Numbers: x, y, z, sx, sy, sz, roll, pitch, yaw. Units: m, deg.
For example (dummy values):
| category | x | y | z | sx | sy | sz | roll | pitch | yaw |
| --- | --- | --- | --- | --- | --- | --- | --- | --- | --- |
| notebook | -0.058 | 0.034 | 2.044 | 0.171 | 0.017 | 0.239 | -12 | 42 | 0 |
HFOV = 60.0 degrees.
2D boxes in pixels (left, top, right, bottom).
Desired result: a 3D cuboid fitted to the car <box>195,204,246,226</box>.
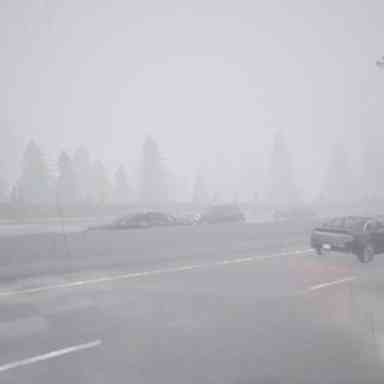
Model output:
| category | x | y | z | sx | sy | sz | roll | pitch | yaw |
| --- | --- | --- | --- | --- | --- | --- | --- | --- | --- |
| car | 1.400 | 1.567 | 22.176 | 4.553 | 1.767 | 2.097 | 1 | -1 | -35 |

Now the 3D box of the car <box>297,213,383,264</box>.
| category | x | y | z | sx | sy | sz | roll | pitch | yaw |
| --- | --- | --- | --- | --- | --- | --- | --- | --- | --- |
| car | 6.557 | 1.683 | 12.718 | 4.902 | 1.511 | 2.128 | 1 | -1 | -35 |

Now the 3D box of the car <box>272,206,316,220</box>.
| category | x | y | z | sx | sy | sz | roll | pitch | yaw |
| --- | --- | --- | --- | --- | --- | --- | --- | --- | --- |
| car | 10.042 | 2.045 | 32.624 | 4.718 | 1.301 | 1.895 | 1 | -1 | -35 |

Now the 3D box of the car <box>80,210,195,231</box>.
| category | x | y | z | sx | sy | sz | roll | pitch | yaw |
| --- | --- | --- | --- | --- | --- | --- | --- | --- | --- |
| car | -2.538 | 1.594 | 15.074 | 4.892 | 1.490 | 1.837 | 2 | -1 | -35 |
